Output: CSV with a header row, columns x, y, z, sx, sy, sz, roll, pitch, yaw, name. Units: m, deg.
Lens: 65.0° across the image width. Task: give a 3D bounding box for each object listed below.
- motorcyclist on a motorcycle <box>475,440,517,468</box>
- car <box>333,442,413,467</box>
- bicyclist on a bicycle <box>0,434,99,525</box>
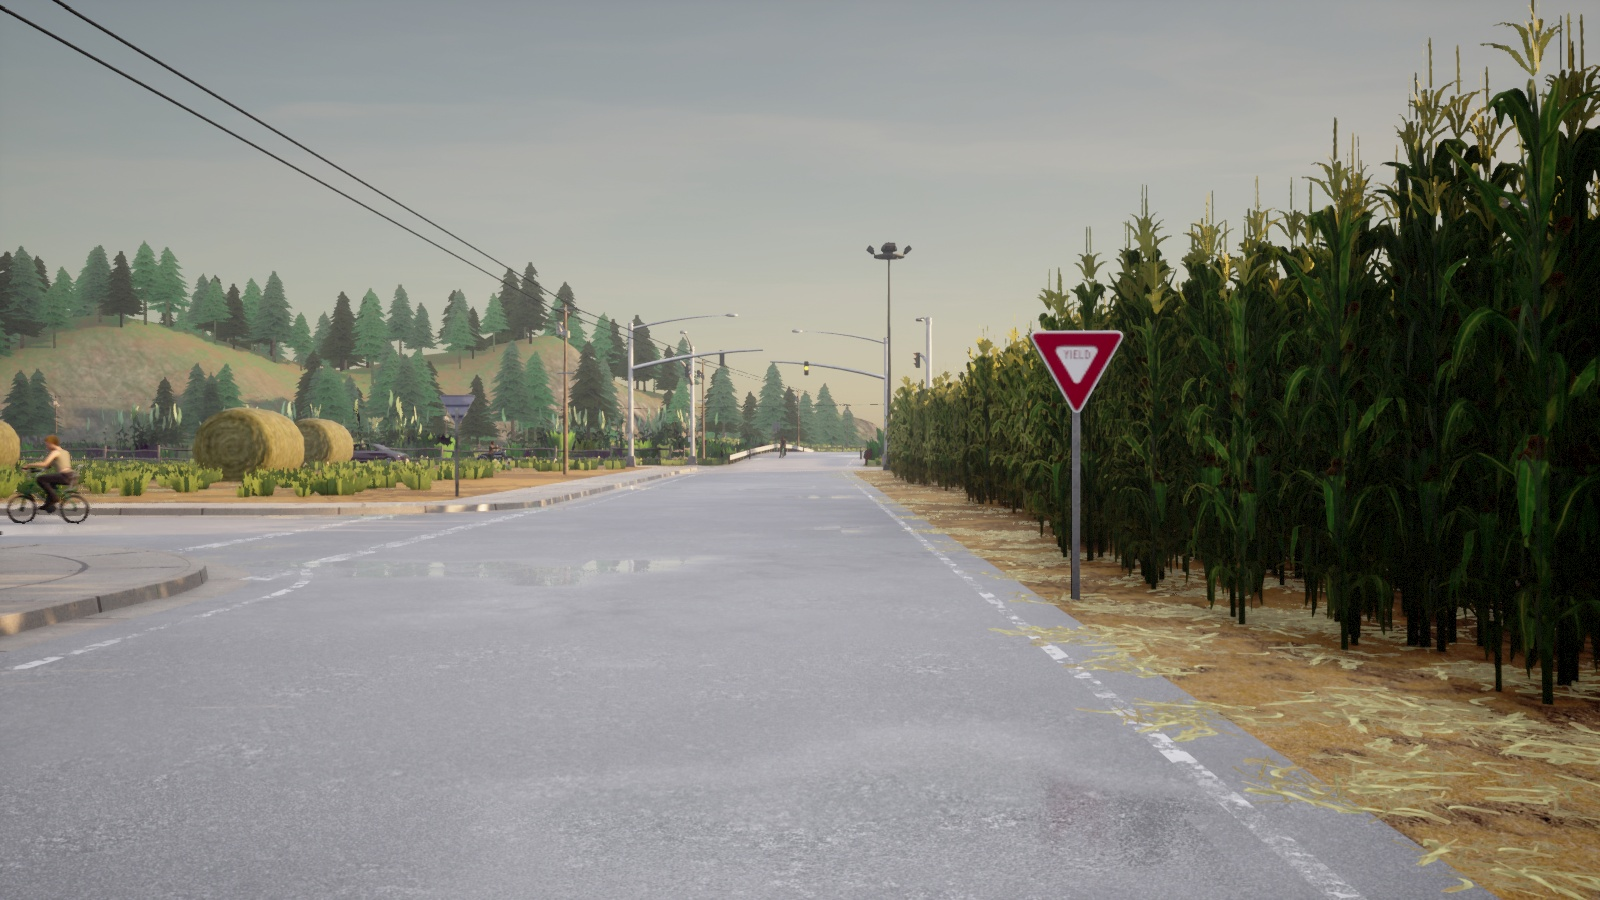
x,y,z,sx,sy,sz,roll,pitch,yaw,name
-18.294,0.220,75.628,2.350,1.649,0.766,0,0,3,motorcyclist on a motorcycle
-25.853,0.275,76.062,4.193,1.474,1.816,0,0,3,car
-13.668,0.517,22.699,1.509,1.612,0.866,0,1,0,bicyclist on a bicycle
